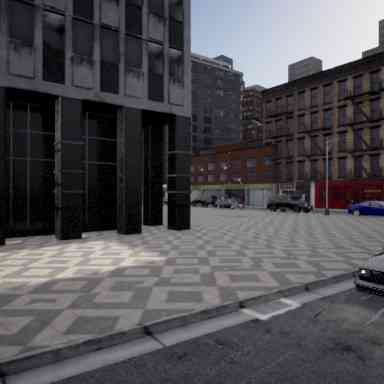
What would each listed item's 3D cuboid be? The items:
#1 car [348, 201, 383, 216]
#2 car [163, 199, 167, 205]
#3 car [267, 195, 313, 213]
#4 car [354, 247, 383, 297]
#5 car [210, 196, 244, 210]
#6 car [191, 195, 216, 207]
[{"bbox_3d":[17.134,1.574,30.807,1.882,1.535,5.008,0,-1,-37],"label":"car"},{"bbox_3d":[-4.084,1.840,65.023,1.837,1.490,4.892,0,0,-36],"label":"car"},{"bbox_3d":[11.284,1.389,38.806,2.150,2.045,5.566,0,-1,-36],"label":"car"},{"bbox_3d":[5.931,1.545,7.626,5.357,1.411,2.033,0,0,-36],"label":"car"},{"bbox_3d":[5.248,1.723,47.060,2.128,1.511,4.902,0,0,-36],"label":"car"},{"bbox_3d":[2.135,1.518,56.624,2.150,2.045,5.566,0,0,-36],"label":"car"}]
